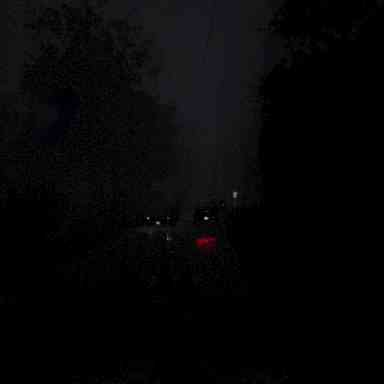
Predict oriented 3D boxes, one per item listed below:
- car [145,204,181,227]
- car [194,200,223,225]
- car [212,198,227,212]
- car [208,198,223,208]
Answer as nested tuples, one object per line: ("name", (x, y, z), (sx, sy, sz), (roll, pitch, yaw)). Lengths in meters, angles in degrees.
("car", (-1.926, 1.582, 23.641), (2.033, 1.411, 5.357), (0, 0, 5))
("car", (1.174, 1.560, 24.955), (1.837, 1.490, 4.892), (0, -1, 5))
("car", (3.318, 1.625, 42.394), (2.097, 1.767, 4.553), (0, -1, 9))
("car", (4.610, 2.016, 63.743), (2.097, 1.767, 4.553), (1, -1, 14))
